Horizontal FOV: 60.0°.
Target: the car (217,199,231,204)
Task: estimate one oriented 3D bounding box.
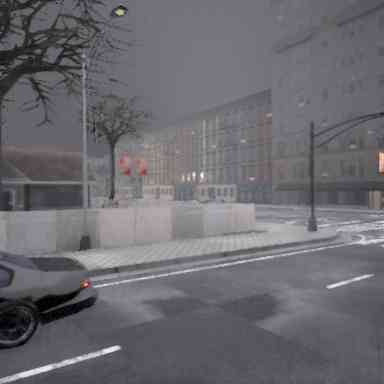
[{"bbox_3d":[2.852,1.509,37.630,1.882,1.535,5.008,-1,0,-35],"label":"car"}]

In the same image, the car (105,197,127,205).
[{"bbox_3d":[-12.796,1.567,54.374,1.812,1.442,4.674,-1,0,-35],"label":"car"}]

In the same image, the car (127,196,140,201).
[{"bbox_3d":[-10.425,1.517,56.657,1.837,1.490,4.892,-1,0,-35],"label":"car"}]

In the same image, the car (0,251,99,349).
[{"bbox_3d":[-4.152,1.547,4.706,5.357,1.411,2.033,0,0,-35],"label":"car"}]

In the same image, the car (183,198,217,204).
[{"bbox_3d":[0.264,1.589,35.685,1.812,1.442,4.674,-1,0,-35],"label":"car"}]
